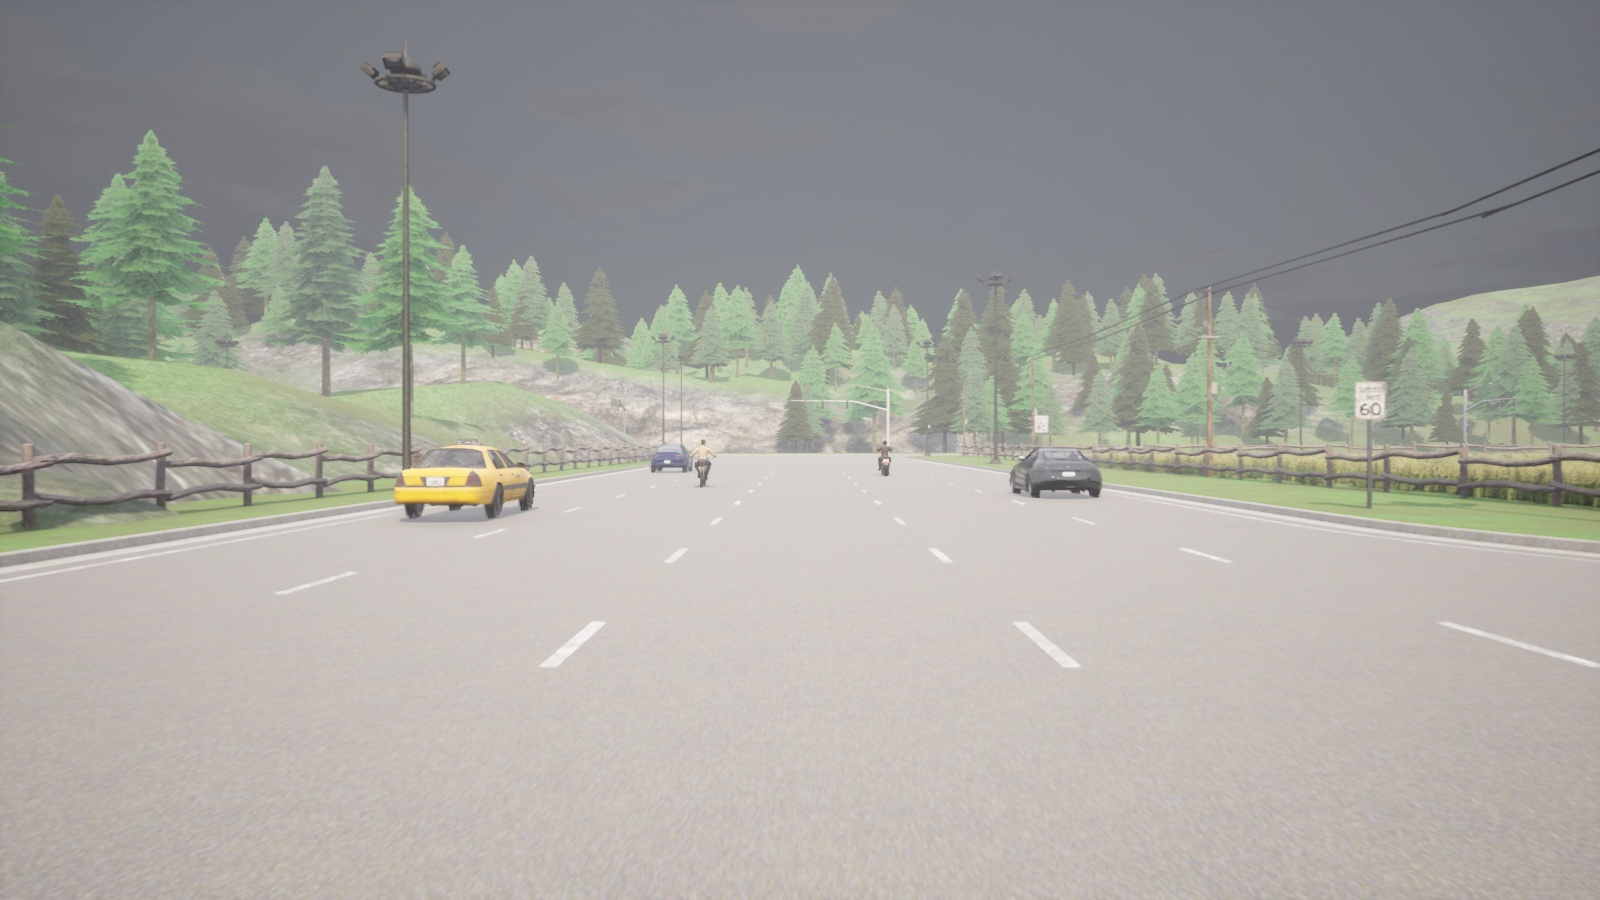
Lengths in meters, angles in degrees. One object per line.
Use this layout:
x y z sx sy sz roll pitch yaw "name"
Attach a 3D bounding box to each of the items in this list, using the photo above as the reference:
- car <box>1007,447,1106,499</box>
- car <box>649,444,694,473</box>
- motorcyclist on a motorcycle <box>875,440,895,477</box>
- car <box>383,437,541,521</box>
7.217 0.614 35.774 1.994 1.385 4.181 0 0 0 "car"
-6.618 0.400 65.103 1.812 1.442 4.674 0 0 0 "car"
3.837 0.378 57.098 0.766 1.649 2.350 0 0 0 "motorcyclist on a motorcycle"
-6.838 0.532 26.026 1.801 1.575 5.366 0 0 0 "car"
